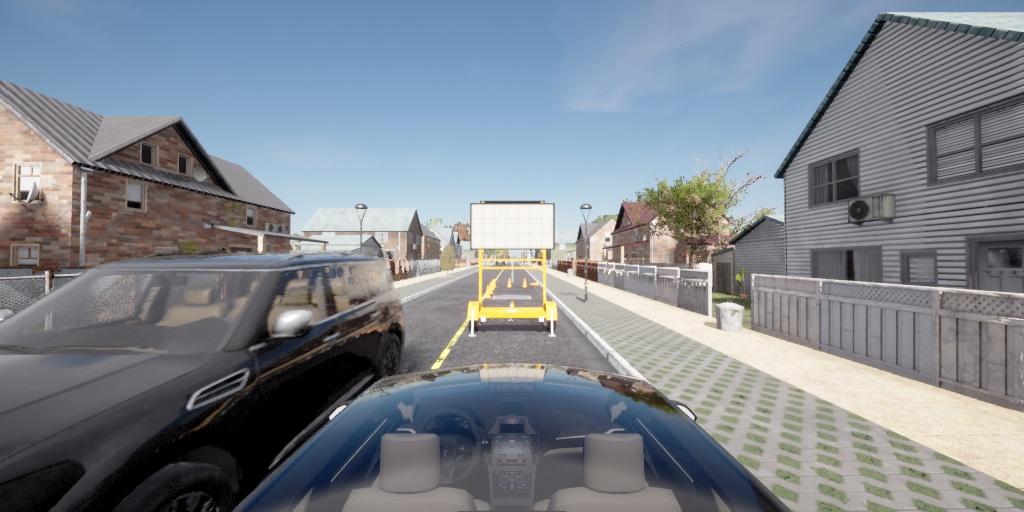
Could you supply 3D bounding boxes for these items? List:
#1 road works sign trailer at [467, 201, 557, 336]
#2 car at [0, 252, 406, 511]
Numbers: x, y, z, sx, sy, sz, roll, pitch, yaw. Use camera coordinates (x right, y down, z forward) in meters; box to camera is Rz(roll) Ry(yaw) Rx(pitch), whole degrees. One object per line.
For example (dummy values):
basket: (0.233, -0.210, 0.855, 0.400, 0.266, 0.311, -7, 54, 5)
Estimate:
road works sign trailer: (0.014, 0.220, 10.344, 2.380, 3.560, 2.880, 0, 0, 0)
car: (-2.747, 0.972, 3.522, 2.150, 2.045, 5.566, 0, 0, 0)
